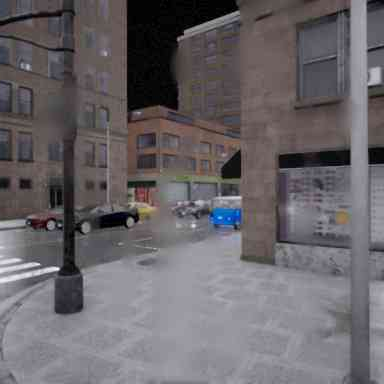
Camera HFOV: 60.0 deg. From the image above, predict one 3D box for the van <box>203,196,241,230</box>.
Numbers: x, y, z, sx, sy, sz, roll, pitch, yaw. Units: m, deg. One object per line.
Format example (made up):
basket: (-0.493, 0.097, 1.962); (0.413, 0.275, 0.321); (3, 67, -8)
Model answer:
van: (2.609, 1.140, 19.337); (1.690, 1.788, 3.998); (0, 1, 36)

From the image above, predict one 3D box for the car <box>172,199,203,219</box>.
car: (0.756, 1.302, 26.623); (1.812, 1.442, 4.674); (0, 0, 36)

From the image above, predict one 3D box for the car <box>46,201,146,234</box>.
car: (-5.139, 1.349, 18.529); (1.882, 1.535, 5.008); (0, 0, 35)

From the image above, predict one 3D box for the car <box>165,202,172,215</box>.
car: (-1.078, 1.362, 28.780); (1.802, 1.307, 4.206); (0, 1, 36)

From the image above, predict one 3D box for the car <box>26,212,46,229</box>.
car: (-7.537, 1.430, 19.894); (1.887, 1.381, 4.507); (0, 1, 36)

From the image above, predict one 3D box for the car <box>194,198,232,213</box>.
car: (2.151, 1.311, 33.223); (1.802, 1.307, 4.206); (0, 1, 36)

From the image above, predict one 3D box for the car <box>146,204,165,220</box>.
car: (-4.408, 1.360, 24.199); (1.752, 1.417, 4.829); (0, 1, 36)
